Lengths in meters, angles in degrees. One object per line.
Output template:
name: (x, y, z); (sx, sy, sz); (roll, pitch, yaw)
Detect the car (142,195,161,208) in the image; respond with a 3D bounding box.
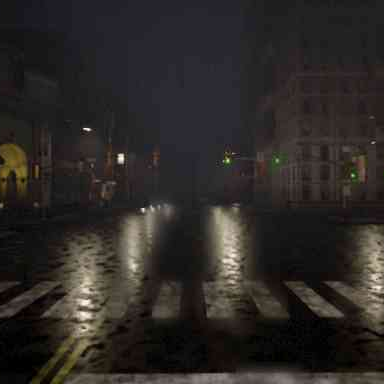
car: (-7.043, 1.574, 56.132); (2.150, 2.045, 5.566); (0, 0, 0)

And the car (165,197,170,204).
car: (-6.308, 1.957, 76.264); (1.882, 1.535, 5.008); (0, 0, 7)

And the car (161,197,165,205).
car: (-6.971, 1.918, 65.822); (1.837, 1.490, 4.892); (0, 0, 1)

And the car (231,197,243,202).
car: (12.510, 2.089, 93.743); (1.837, 1.490, 4.892); (0, 0, 41)

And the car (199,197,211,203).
car: (3.336, 2.058, 84.977); (1.812, 1.442, 4.674); (0, 0, 22)

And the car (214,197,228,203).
car: (7.137, 2.059, 84.952); (2.128, 1.511, 4.902); (0, 0, 25)
